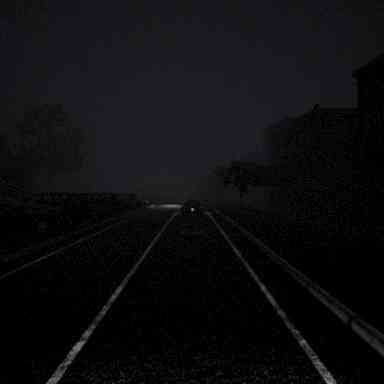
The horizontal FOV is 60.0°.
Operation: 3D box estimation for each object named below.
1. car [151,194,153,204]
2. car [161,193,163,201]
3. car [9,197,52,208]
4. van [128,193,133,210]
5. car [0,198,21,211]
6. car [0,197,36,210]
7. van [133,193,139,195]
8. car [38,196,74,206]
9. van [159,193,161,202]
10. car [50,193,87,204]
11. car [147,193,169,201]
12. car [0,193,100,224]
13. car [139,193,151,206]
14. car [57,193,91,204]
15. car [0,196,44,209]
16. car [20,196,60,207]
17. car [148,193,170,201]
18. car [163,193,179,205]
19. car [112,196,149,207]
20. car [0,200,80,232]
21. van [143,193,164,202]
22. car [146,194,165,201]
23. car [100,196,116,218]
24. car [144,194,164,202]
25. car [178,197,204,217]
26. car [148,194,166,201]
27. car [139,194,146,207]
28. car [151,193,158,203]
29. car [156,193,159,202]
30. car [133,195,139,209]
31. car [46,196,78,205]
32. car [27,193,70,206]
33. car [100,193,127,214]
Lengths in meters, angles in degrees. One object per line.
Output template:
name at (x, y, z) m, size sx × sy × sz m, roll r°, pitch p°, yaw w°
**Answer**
car at (-8.854, 1.401, 51.150) m, size 4.792 × 1.488 × 2.163 m, roll 0°, pitch 0°, yaw 0°
car at (-8.887, 1.496, 70.770) m, size 4.792 × 1.488 × 2.163 m, roll 0°, pitch 0°, yaw 0°
car at (-21.924, 1.387, 45.389) m, size 4.792 × 1.488 × 2.163 m, roll 0°, pitch 0°, yaw 0°
van at (-8.742, 1.108, 34.331) m, size 4.442 × 1.987 × 1.878 m, roll 0°, pitch 0°, yaw 0°
car at (-21.938, 1.380, 37.032) m, size 4.674 × 1.452 × 2.002 m, roll 0°, pitch 0°, yaw 0°
car at (-21.759, 1.343, 39.818) m, size 5.366 × 1.575 × 1.946 m, roll 0°, pitch 0°, yaw 0°
van at (-8.981, 1.119, 39.938) m, size 4.442 × 1.987 × 1.878 m, roll 0°, pitch 0°, yaw 0°
car at (-21.962, 1.382, 53.744) m, size 5.008 × 1.535 × 2.097 m, roll 0°, pitch 0°, yaw 0°
van at (-8.790, 1.210, 65.166) m, size 4.442 × 1.987 × 1.878 m, roll 0°, pitch 0°, yaw 0°
car at (-21.948, 1.155, 59.313) m, size 5.566 × 2.045 × 2.435 m, roll 0°, pitch 0°, yaw 0°
car at (-8.916, 1.305, 87.591) m, size 5.566 × 2.045 × 2.435 m, roll 0°, pitch 0°, yaw 0°
car at (-8.881, 1.080, 20.316) m, size 5.566 × 2.045 × 2.435 m, roll 0°, pitch 0°, yaw 0°
car at (-8.902, 1.106, 45.545) m, size 5.566 × 2.045 × 2.435 m, roll 0°, pitch 0°, yaw 0°
car at (-21.953, 1.169, 61.975) m, size 5.566 × 2.045 × 2.435 m, roll 0°, pitch 0°, yaw 0°
car at (-21.943, 1.352, 42.604) m, size 5.008 × 1.535 × 2.097 m, roll 0°, pitch 0°, yaw 0°
car at (-21.987, 1.393, 48.174) m, size 4.792 × 1.488 × 2.163 m, roll 0°, pitch 0°, yaw 0°
car at (-8.920, 1.320, 90.395) m, size 5.566 × 2.045 × 2.435 m, roll 0°, pitch 0°, yaw 0°
car at (-3.326, 1.419, 57.354) m, size 2.128 × 1.511 × 4.902 m, roll 0°, pitch 0°, yaw 0°
car at (-8.874, 1.364, 48.352) m, size 4.892 × 1.521 × 2.231 m, roll 0°, pitch 0°, yaw 0°
car at (-8.848, 1.342, 17.516) m, size 4.892 × 1.521 × 2.231 m, roll 0°, pitch 0°, yaw 0°
van at (-8.809, 1.270, 76.378) m, size 4.442 × 1.987 × 1.878 m, roll 0°, pitch 0°, yaw 0°
car at (-8.903, 1.401, 81.984) m, size 4.553 × 1.767 × 2.185 m, roll 0°, pitch 0°, yaw 0°
car at (-8.859, 1.324, 25.921) m, size 4.892 × 1.521 × 2.231 m, roll 0°, pitch 0°, yaw 0°
car at (-8.961, 1.386, 79.181) m, size 4.553 × 1.767 × 2.185 m, roll 0°, pitch 0°, yaw 0°
car at (0.051, 1.424, 29.489) m, size 1.994 × 1.385 × 4.181 m, roll 0°, pitch 0°, yaw 0°
car at (-8.908, 1.416, 84.788) m, size 4.553 × 1.767 × 2.185 m, roll 0°, pitch 0°, yaw 0°
car at (-8.864, 1.351, 42.741) m, size 5.008 × 1.535 × 2.097 m, roll 0°, pitch 0°, yaw 0°
car at (-8.888, 1.392, 56.758) m, size 5.008 × 1.535 × 2.097 m, roll 0°, pitch 0°, yaw 0°
car at (-9.083, 1.403, 59.557) m, size 5.366 × 1.575 × 1.946 m, roll 0°, pitch 0°, yaw 0°
car at (-8.855, 1.341, 37.135) m, size 4.892 × 1.521 × 2.231 m, roll 0°, pitch 0°, yaw 0°
car at (-21.969, 1.432, 56.404) m, size 4.674 × 1.452 × 2.002 m, roll 0°, pitch 0°, yaw 0°
car at (-21.935, 1.120, 50.958) m, size 5.566 × 2.045 × 2.435 m, roll 0°, pitch 0°, yaw 0°
car at (-8.882, 1.074, 28.726) m, size 5.566 × 2.045 × 2.435 m, roll 0°, pitch 0°, yaw 0°
